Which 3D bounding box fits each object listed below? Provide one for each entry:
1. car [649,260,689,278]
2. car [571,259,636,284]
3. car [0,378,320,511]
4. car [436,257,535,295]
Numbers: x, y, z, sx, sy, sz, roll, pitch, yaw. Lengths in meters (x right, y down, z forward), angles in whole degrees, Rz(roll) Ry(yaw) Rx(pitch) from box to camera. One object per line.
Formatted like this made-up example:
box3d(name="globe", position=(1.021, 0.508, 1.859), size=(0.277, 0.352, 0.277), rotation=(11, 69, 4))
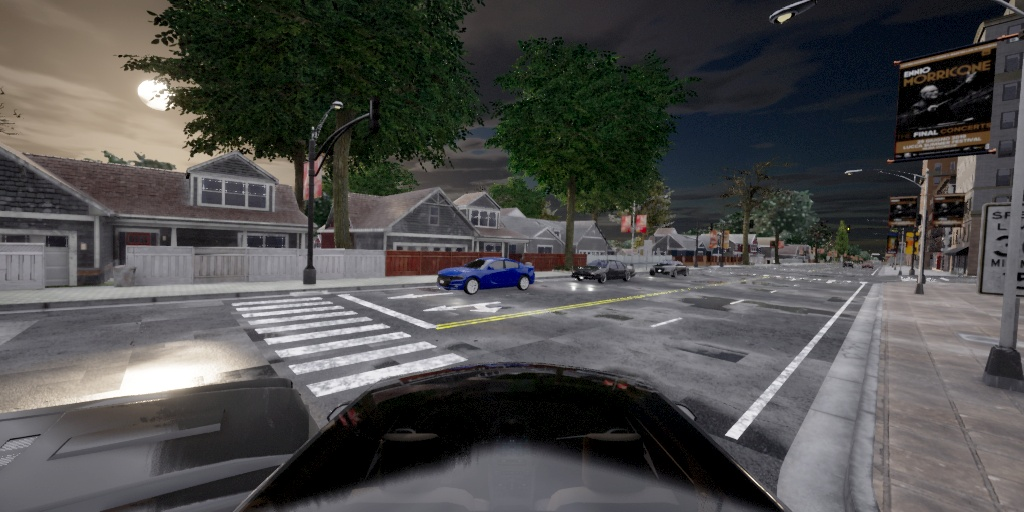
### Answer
box3d(name="car", position=(13.332, 1.019, 30.300), size=(4.181, 1.385, 1.994), rotation=(1, 2, -44))
box3d(name="car", position=(6.114, 0.937, 23.400), size=(5.357, 1.411, 2.033), rotation=(0, 2, -44))
box3d(name="car", position=(-3.314, 1.285, 1.322), size=(4.718, 1.301, 1.895), rotation=(1, 2, -34))
box3d(name="car", position=(-1.073, 0.804, 16.501), size=(5.008, 1.535, 1.882), rotation=(0, 2, -44))
